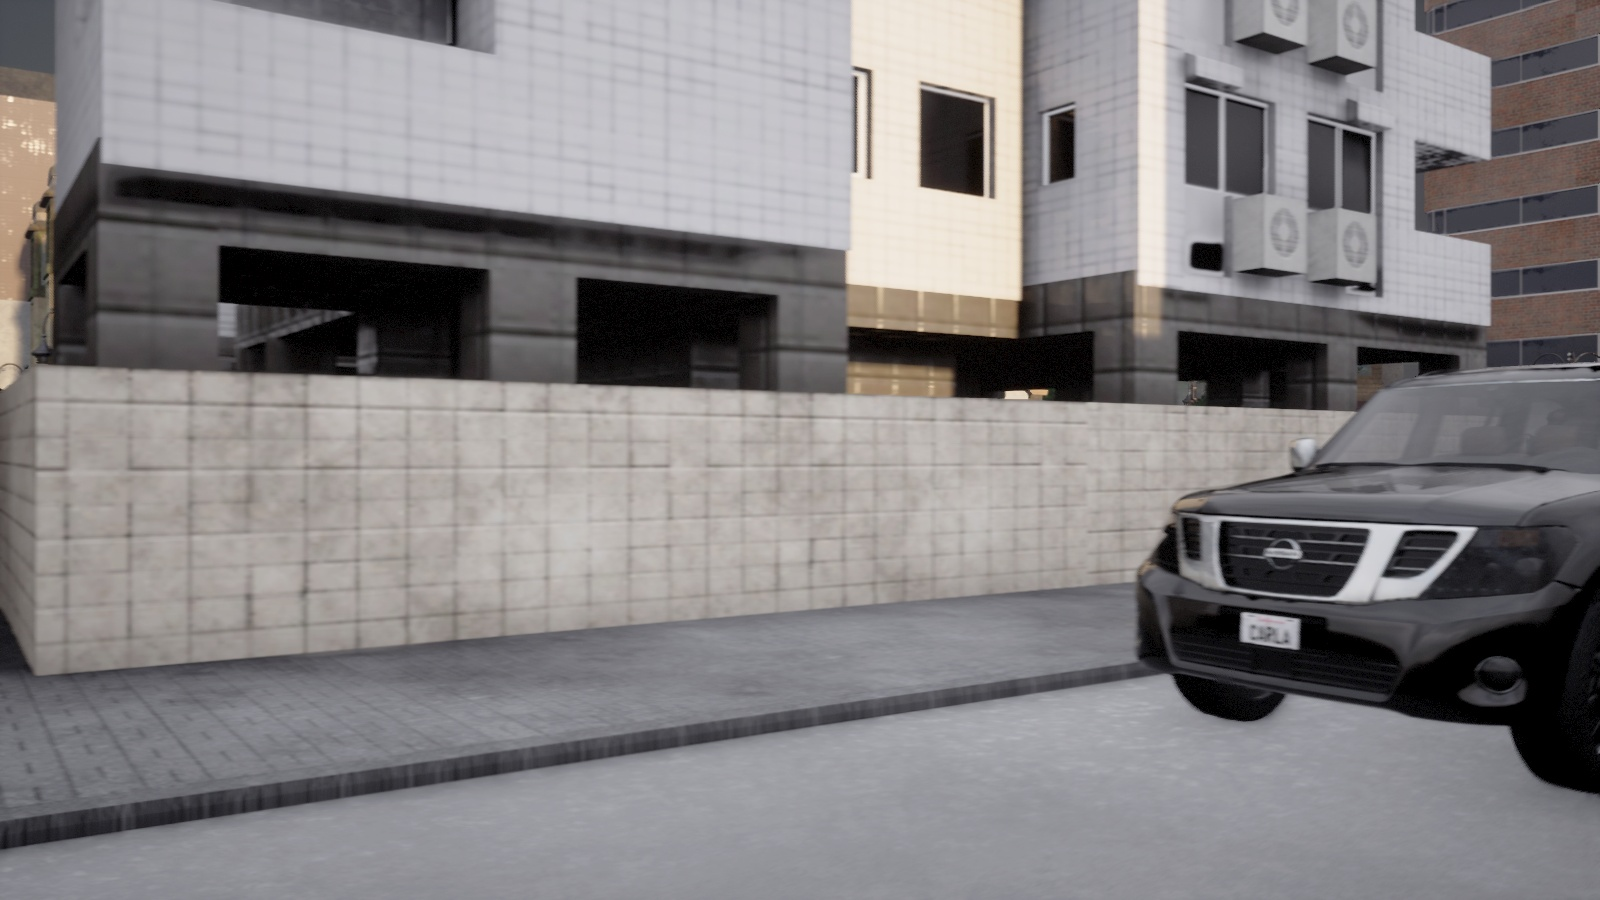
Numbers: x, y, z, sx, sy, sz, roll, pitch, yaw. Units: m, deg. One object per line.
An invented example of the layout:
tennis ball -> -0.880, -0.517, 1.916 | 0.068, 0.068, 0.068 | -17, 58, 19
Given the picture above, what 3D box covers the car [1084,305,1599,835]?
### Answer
car -> 4.394, 0.473, 7.329 | 5.566, 2.045, 2.150 | 0, 0, -35
